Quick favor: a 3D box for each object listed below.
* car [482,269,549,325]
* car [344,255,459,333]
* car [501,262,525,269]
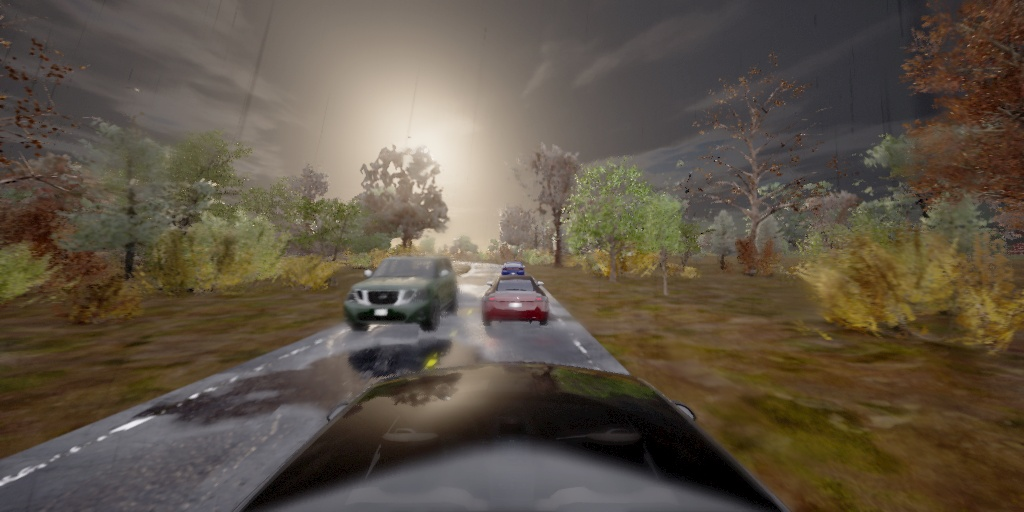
[{"bbox_3d":[0.100,1.314,11.854,1.994,1.385,4.181,0,0,0],"label":"car"},{"bbox_3d":[-3.038,0.973,11.153,2.150,2.045,5.566,0,0,0],"label":"car"},{"bbox_3d":[0.086,1.221,30.492,1.882,1.535,5.008,0,0,0],"label":"car"}]
